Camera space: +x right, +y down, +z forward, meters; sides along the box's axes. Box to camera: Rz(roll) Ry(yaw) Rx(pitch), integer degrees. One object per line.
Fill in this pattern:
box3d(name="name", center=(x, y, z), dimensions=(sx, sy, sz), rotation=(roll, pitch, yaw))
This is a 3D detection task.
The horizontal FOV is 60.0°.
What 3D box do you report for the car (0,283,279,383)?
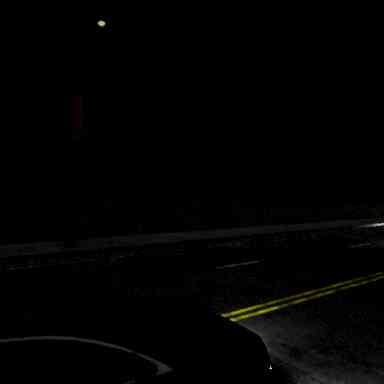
box3d(name="car", center=(-1.433, 1.506, 2.420), dimensions=(4.892, 1.490, 1.837), rotation=(1, 0, -35))
